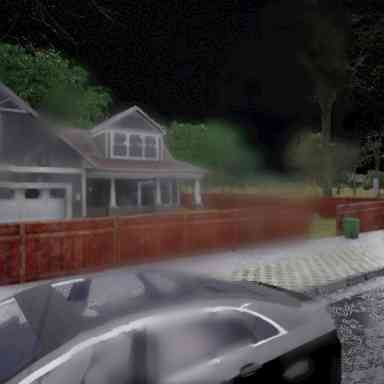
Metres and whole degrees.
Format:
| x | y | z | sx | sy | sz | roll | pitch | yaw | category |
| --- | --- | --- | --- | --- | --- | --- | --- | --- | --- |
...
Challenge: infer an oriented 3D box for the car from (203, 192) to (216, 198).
| x | y | z | sx | sy | sz | roll | pitch | yaw | category |
| --- | --- | --- | --- | --- | --- | --- | --- | --- | --- |
| 2.366 | 0.765 | 45.719 | 1.882 | 1.535 | 5.008 | -1 | 1 | -36 | car |

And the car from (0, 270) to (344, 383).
| x | y | z | sx | sy | sz | roll | pitch | yaw | category |
| --- | --- | --- | --- | --- | --- | --- | --- | --- | --- |
| -0.857 | 1.487 | 2.456 | 4.902 | 1.511 | 2.128 | 0 | 0 | -35 | car |
